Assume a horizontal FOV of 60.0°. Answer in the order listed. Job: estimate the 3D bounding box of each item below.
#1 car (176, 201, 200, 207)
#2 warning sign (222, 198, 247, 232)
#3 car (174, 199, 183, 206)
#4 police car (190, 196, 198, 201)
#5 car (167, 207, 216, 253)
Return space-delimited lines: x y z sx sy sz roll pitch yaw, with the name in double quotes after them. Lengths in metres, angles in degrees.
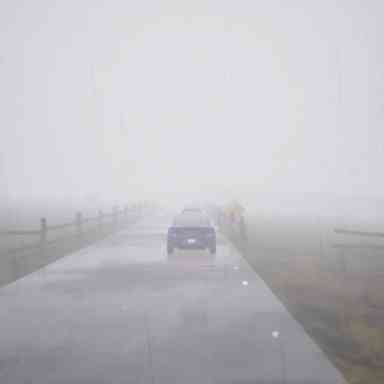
-0.036 1.809 29.281 2.128 1.511 4.902 0 -1 0 "car"
2.440 1.320 19.364 1.300 1.860 1.060 1 0 0 "warning sign"
-2.852 2.242 71.741 1.994 1.385 4.181 0 0 0 "car"
0.697 2.236 89.491 1.930 1.638 5.238 0 0 0 "police car"
-0.013 1.628 14.470 1.882 1.535 5.008 0 0 0 "car"
